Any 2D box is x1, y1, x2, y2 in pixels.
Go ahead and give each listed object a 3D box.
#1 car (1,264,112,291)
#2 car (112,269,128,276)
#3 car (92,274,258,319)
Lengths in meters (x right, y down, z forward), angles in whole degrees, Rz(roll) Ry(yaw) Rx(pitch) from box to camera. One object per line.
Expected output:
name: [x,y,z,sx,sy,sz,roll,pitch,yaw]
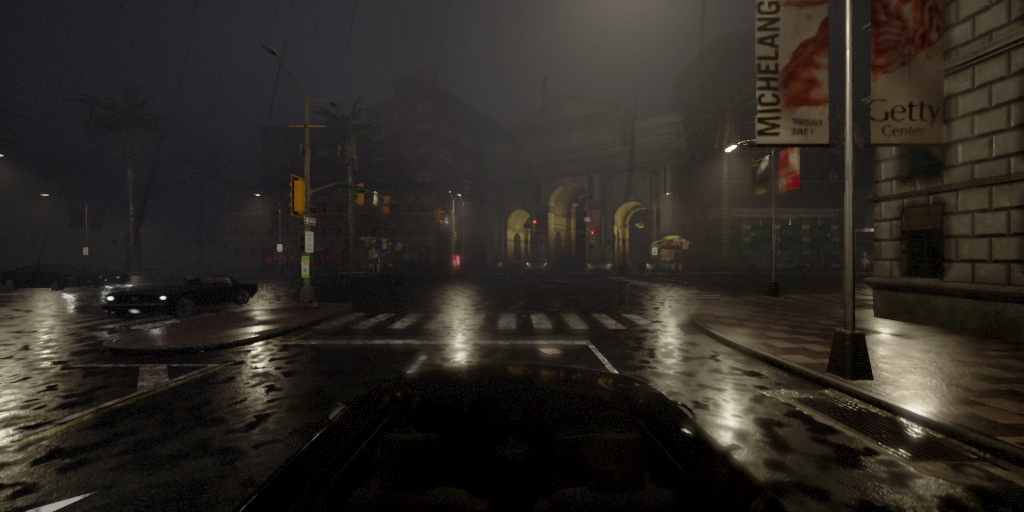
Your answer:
car: [-27.087,1.227,21.202,5.008,1.535,1.882,0,0,7]
car: [-29.512,1.314,25.084,4.181,1.385,1.994,0,0,1]
car: [-11.520,1.351,12.942,1.895,1.301,4.718,0,0,-6]
